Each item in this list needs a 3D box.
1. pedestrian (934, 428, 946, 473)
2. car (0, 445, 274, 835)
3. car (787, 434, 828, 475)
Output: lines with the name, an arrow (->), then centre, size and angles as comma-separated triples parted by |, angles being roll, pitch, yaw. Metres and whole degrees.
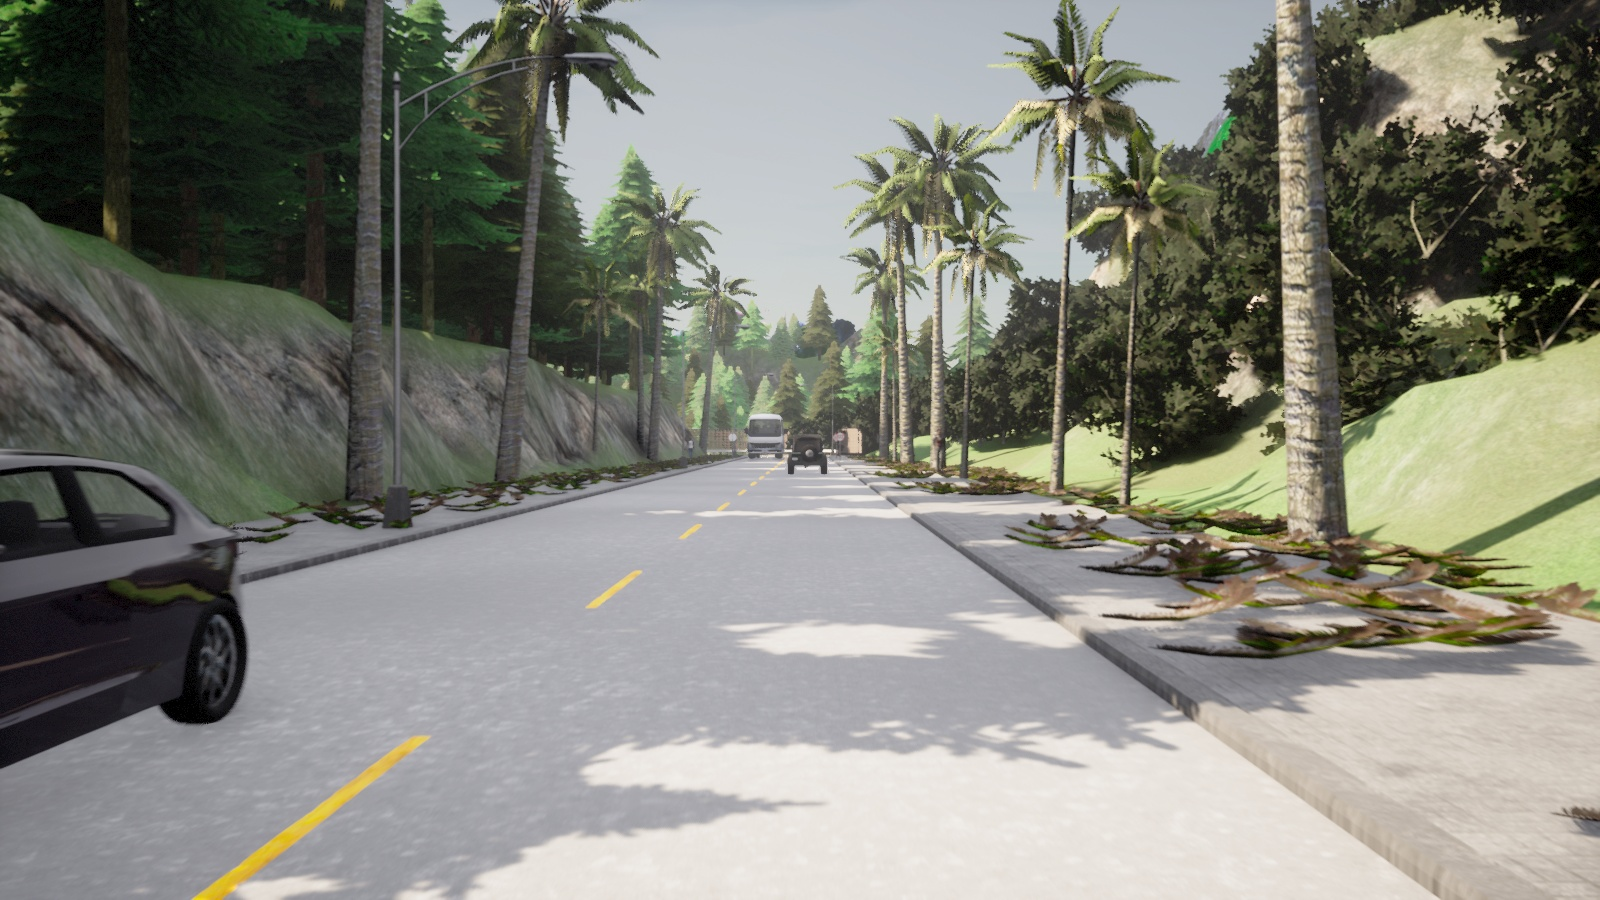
pedestrian -> 6.022, 0.028, 54.027 | 0.402, 1.930, 0.666 | 0, 0, 0
car -> -3.957, 0.728, 5.161 | 1.816, 1.474, 4.193 | 0, 0, 0
car -> 0.364, 0.200, 60.786 | 1.905, 1.878, 3.866 | 0, 0, 0
